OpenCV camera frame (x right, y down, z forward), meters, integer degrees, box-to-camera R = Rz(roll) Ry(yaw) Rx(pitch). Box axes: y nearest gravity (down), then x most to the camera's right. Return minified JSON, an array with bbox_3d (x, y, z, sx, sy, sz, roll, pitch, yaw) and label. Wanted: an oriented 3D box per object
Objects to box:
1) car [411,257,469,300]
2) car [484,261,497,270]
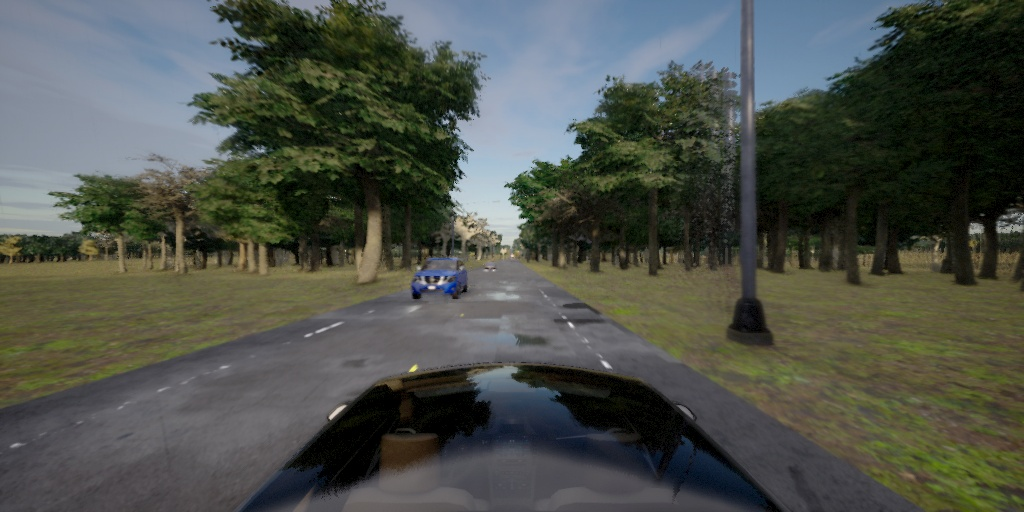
[{"bbox_3d":[-3.588,1.078,18.784,2.150,2.045,5.566,0,-1,0],"label":"car"},{"bbox_3d":[-3.502,1.584,59.012,2.033,1.411,5.357,0,0,1],"label":"car"}]
